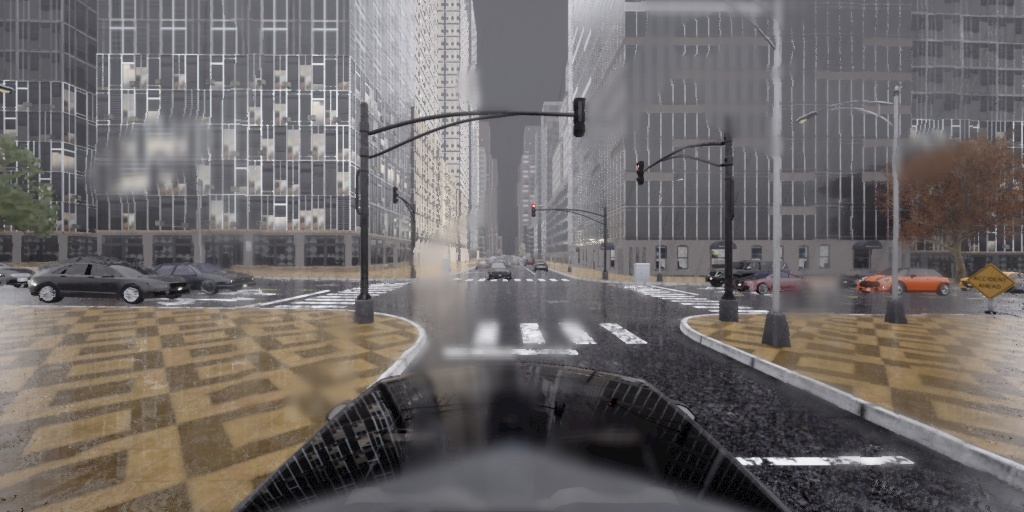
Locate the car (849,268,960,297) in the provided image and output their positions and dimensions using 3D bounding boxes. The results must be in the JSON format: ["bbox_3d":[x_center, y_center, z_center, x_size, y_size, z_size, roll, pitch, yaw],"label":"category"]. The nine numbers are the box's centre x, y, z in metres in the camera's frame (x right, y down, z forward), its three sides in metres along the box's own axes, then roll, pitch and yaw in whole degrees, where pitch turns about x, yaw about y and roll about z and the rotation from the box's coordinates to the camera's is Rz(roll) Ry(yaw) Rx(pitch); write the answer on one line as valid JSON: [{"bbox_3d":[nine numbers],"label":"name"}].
[{"bbox_3d":[24.781,1.574,22.757,4.553,1.767,2.097,1,0,-3],"label":"car"}]

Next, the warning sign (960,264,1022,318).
[{"bbox_3d":[17.213,1.204,12.901,1.060,1.860,1.300,0,0,-3],"label":"warning sign"}]

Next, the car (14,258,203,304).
[{"bbox_3d":[-15.427,0.998,13.945,4.892,1.490,1.837,1,0,-3],"label":"car"}]

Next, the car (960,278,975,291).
[{"bbox_3d":[36.318,1.906,26.608,5.008,1.535,1.882,1,0,-3],"label":"car"}]

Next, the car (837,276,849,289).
[{"bbox_3d":[26.289,1.813,26.095,4.181,1.385,1.994,1,0,-3],"label":"car"}]

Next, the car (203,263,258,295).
[{"bbox_3d":[-15.440,1.040,17.233,5.357,1.411,2.033,1,0,0],"label":"car"}]

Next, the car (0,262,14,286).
[{"bbox_3d":[-25.374,0.802,16.683,4.902,1.511,2.128,1,0,-3],"label":"car"}]

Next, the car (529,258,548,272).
[{"bbox_3d":[3.663,1.329,46.623,1.948,1.339,4.313,0,0,-1],"label":"car"}]

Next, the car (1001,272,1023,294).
[{"bbox_3d":[33.779,1.948,23.221,4.181,1.385,1.994,1,0,-2],"label":"car"}]

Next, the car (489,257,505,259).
[{"bbox_3d":[-1.787,1.115,45.278,2.097,1.767,4.553,0,0,-1],"label":"car"}]

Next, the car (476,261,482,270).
[{"bbox_3d":[-4.322,1.342,52.068,1.802,1.307,4.207,0,0,-1],"label":"car"}]

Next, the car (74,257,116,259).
[{"bbox_3d":[-27.573,0.775,23.271,4.892,1.490,1.837,2,0,-3],"label":"car"}]

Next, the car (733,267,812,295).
[{"bbox_3d":[16.087,1.631,22.304,4.181,1.385,1.994,1,0,-3],"label":"car"}]

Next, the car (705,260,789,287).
[{"bbox_3d":[16.900,1.303,25.601,5.566,2.045,2.150,1,0,-3],"label":"car"}]

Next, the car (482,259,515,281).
[{"bbox_3d":[-1.233,1.247,30.419,1.882,1.535,5.008,0,0,-7],"label":"car"}]
